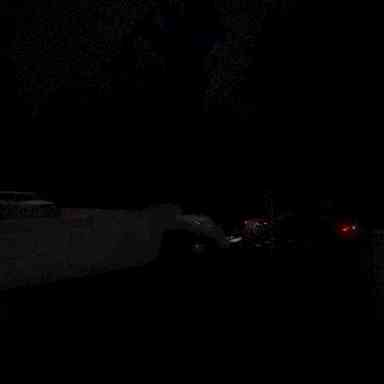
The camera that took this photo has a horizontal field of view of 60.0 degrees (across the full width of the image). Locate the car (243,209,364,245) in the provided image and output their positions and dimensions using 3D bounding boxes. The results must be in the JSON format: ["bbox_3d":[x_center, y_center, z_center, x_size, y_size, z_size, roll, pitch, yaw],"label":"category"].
[{"bbox_3d":[5.027,1.505,15.651,2.033,1.411,5.357,0,1,-43],"label":"car"}]

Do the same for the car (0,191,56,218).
[{"bbox_3d":[-12.249,0.988,24.043,5.566,2.045,2.150,1,1,32],"label":"car"}]

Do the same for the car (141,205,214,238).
[{"bbox_3d":[-1.098,1.422,17.183,4.674,1.442,1.812,1,1,32],"label":"car"}]
